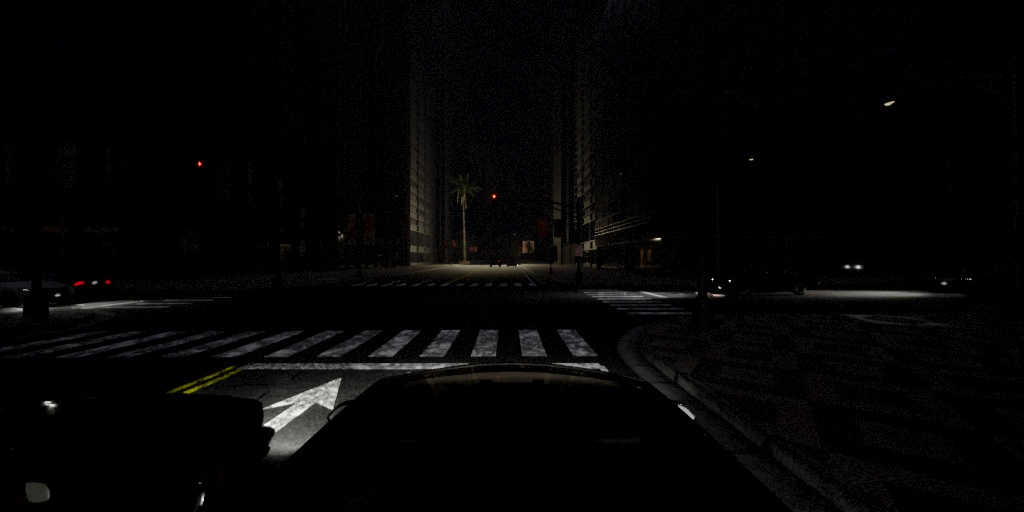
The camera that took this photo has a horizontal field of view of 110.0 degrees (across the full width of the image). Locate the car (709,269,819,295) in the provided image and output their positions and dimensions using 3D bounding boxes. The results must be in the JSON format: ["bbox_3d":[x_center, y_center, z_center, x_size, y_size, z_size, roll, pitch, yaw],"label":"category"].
[{"bbox_3d":[12.999,1.323,18.733,4.718,1.301,1.895,0,0,-2],"label":"car"}]

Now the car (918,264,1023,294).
[{"bbox_3d":[25.218,1.174,18.937,4.902,1.511,2.128,0,0,-1],"label":"car"}]

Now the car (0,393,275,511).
[{"bbox_3d":[-3.176,1.297,0.712,2.033,1.411,5.357,0,0,4],"label":"car"}]

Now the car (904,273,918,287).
[{"bbox_3d":[26.431,1.283,21.710,4.207,1.307,1.802,0,0,-1],"label":"car"}]

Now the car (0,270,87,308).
[{"bbox_3d":[-21.171,1.358,14.925,4.674,1.442,1.812,0,-1,1],"label":"car"}]

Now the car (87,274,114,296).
[{"bbox_3d":[-23.624,1.419,18.157,5.357,1.411,2.033,0,0,0],"label":"car"}]
